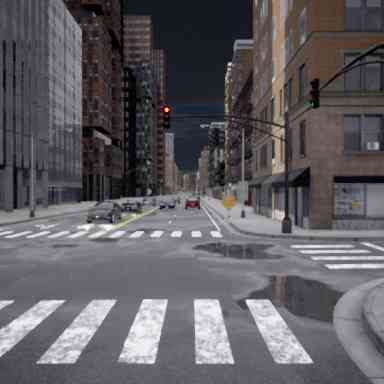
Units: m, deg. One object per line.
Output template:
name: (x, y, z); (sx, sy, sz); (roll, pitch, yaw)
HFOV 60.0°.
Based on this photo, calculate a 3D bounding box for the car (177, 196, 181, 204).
car: (-3.148, 1.548, 64.656); (2.033, 1.411, 5.357); (0, 0, 0)

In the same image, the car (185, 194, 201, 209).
car: (0.108, 1.473, 45.844); (1.882, 1.535, 5.008); (0, 0, 0)

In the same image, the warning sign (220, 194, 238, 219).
warning sign: (2.858, 1.110, 25.685); (1.300, 1.860, 1.060); (0, 0, 0)

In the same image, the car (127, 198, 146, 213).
car: (-6.596, 1.559, 36.140); (1.994, 1.385, 4.181); (0, 0, 0)

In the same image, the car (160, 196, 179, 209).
car: (-3.142, 1.596, 43.928); (1.895, 1.301, 4.718); (0, 0, 0)

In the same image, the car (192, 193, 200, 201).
car: (0.990, 1.240, 85.720); (2.150, 2.045, 5.566); (0, 0, 0)

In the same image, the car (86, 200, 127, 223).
car: (-6.595, 1.499, 25.490); (1.837, 1.490, 4.892); (0, 0, 0)

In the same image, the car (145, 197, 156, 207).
car: (-6.564, 1.487, 50.796); (2.128, 1.511, 4.902); (0, 0, 0)
